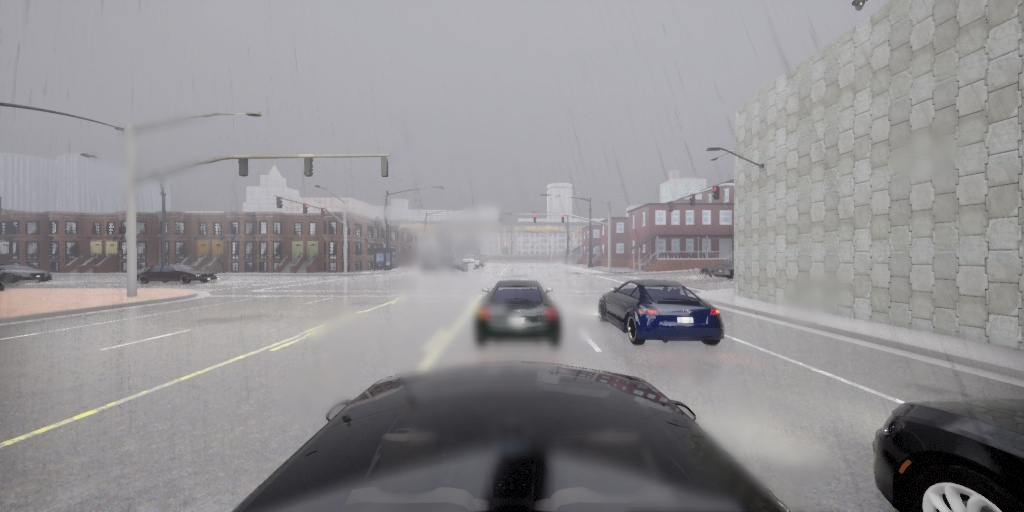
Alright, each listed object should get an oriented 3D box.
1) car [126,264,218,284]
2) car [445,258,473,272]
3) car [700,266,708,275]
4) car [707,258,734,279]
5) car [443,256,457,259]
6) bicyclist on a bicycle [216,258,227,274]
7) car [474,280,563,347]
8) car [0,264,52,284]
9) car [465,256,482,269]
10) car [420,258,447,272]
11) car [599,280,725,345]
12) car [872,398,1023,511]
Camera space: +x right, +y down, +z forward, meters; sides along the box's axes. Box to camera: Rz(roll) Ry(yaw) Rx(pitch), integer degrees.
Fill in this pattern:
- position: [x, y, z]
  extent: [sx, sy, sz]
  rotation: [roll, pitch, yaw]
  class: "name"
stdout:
- position: [-24.888, 1.297, 26.319]
  extent: [5.357, 1.411, 2.033]
  rotation: [0, 0, 0]
  class: "car"
- position: [-6.566, 1.297, 45.100]
  extent: [2.033, 1.411, 5.357]
  rotation: [0, 0, 1]
  class: "car"
- position: [18.535, 0.854, 29.630]
  extent: [5.357, 1.411, 2.033]
  rotation: [-5, 0, 1]
  class: "car"
- position: [17.583, 0.934, 25.939]
  extent: [5.357, 1.411, 2.033]
  rotation: [-4, 0, 1]
  class: "car"
- position: [-9.921, 0.973, 56.589]
  extent: [2.150, 2.045, 5.566]
  rotation: [0, 0, 1]
  class: "car"
- position: [-30.389, 1.053, 37.354]
  extent: [0.582, 1.620, 1.656]
  rotation: [0, 0, 1]
  class: "bicyclist on a bicycle"
- position: [0.164, 1.314, 9.377]
  extent: [1.994, 1.385, 4.181]
  rotation: [0, 0, 1]
  class: "car"
- position: [-36.895, 1.314, 26.424]
  extent: [4.181, 1.385, 1.994]
  rotation: [0, 0, 0]
  class: "car"
- position: [-6.423, 0.971, 56.587]
  extent: [2.150, 2.045, 5.566]
  rotation: [0, 0, 1]
  class: "car"
- position: [-10.064, 1.297, 45.381]
  extent: [2.033, 1.411, 5.357]
  rotation: [0, 0, 1]
  class: "car"
- position: [3.668, 1.314, 9.536]
  extent: [1.994, 1.385, 4.181]
  rotation: [0, 0, 1]
  class: "car"
- position: [3.584, 1.255, 0.624]
  extent: [1.837, 1.490, 4.892]
  rotation: [0, 0, 1]
  class: "car"
